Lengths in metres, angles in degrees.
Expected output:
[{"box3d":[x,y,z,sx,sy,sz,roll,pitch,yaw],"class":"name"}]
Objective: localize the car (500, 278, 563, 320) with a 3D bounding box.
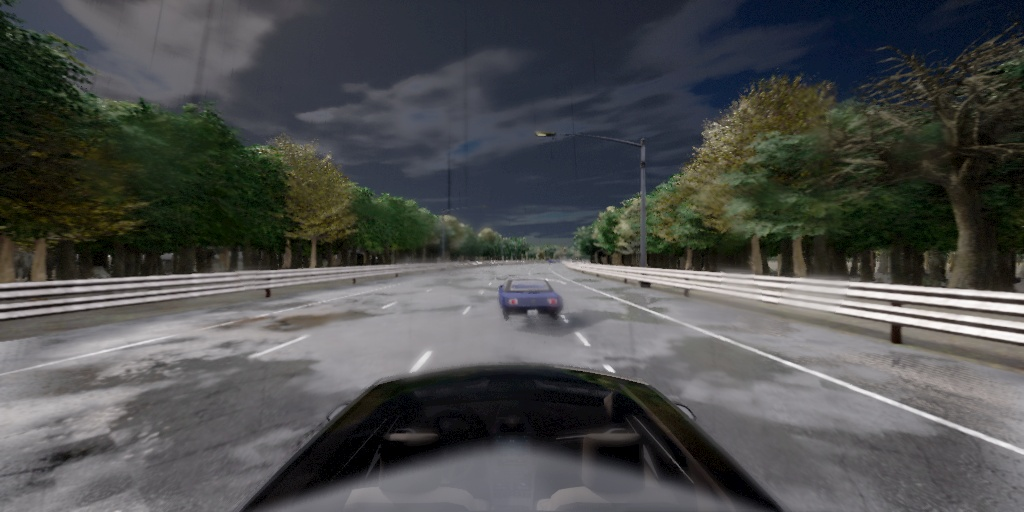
[{"box3d":[0.506,1.443,13.129,1.895,1.301,4.718,0,0,-4],"class":"car"}]
